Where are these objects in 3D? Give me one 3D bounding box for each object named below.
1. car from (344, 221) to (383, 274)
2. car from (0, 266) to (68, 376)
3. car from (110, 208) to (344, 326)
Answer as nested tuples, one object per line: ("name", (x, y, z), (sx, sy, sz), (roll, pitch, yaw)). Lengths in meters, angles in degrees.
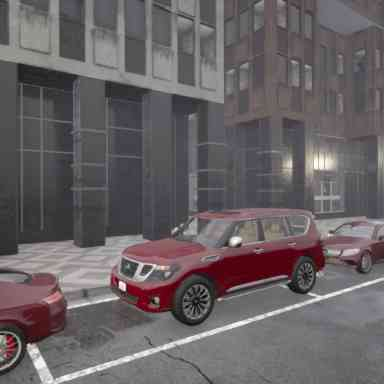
("car", (5.404, 1.582, 10.484), (4.206, 1.307, 1.802), (0, 0, -35))
("car", (-3.730, 1.582, 3.995), (4.206, 1.307, 1.802), (0, 0, -35))
("car", (0.837, 1.315, 7.240), (5.009, 1.841, 2.192), (0, 0, -35))
